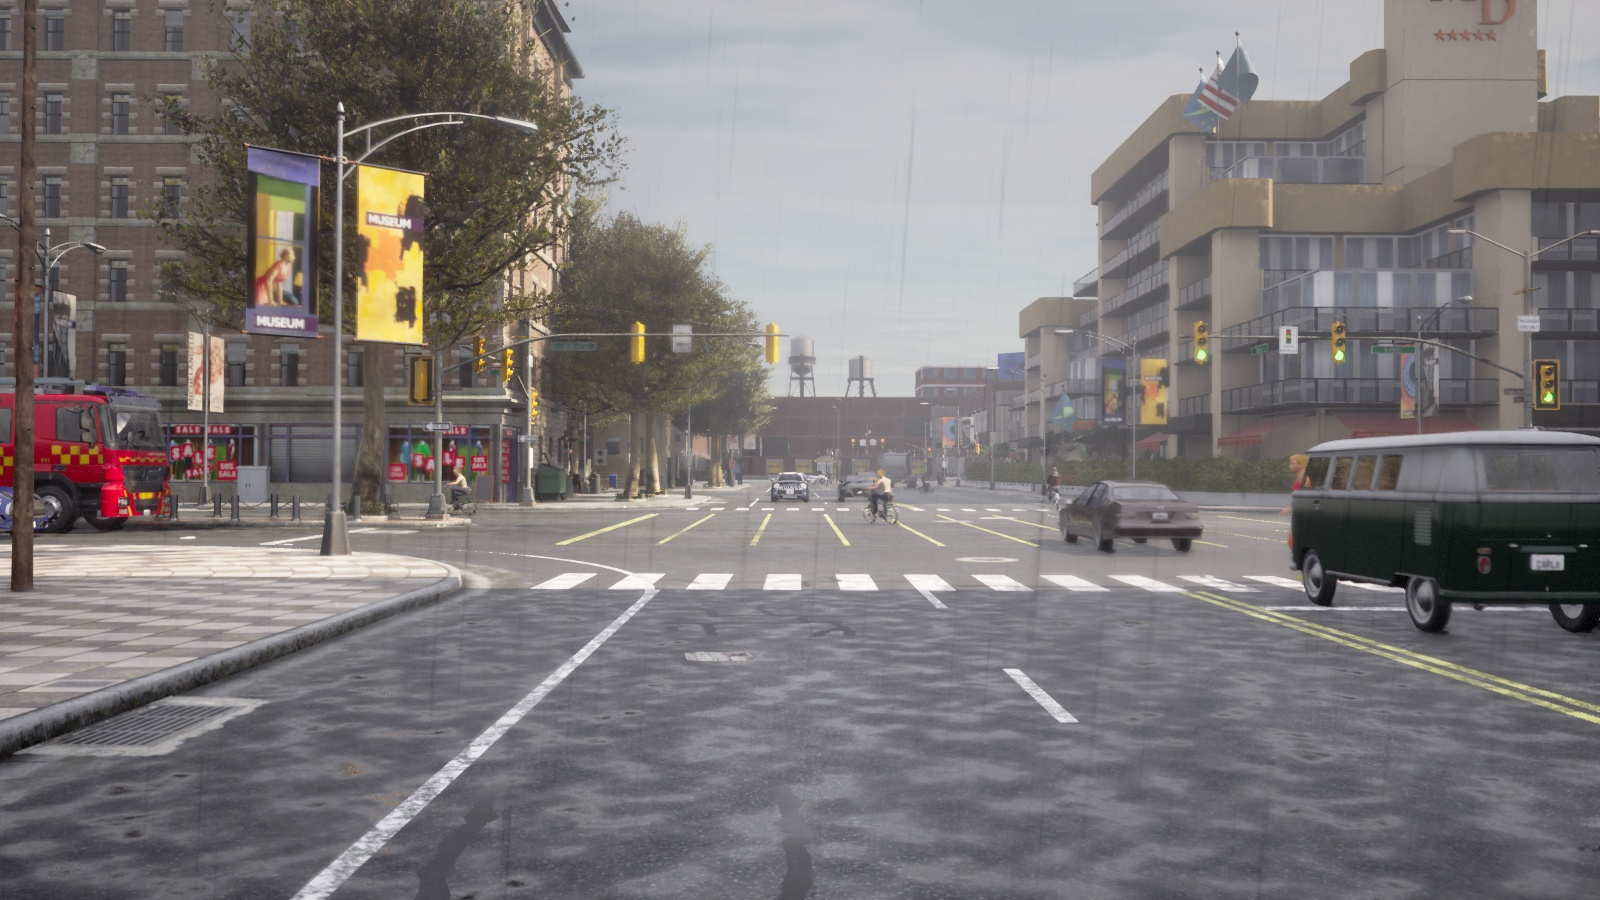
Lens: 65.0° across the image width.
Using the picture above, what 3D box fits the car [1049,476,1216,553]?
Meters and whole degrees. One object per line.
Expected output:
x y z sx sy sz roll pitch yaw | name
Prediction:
6.800 1.276 26.331 2.033 1.411 5.357 0 -1 0 | car

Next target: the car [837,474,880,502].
2.995 1.956 65.030 1.994 1.385 4.181 0 -1 -1 | car

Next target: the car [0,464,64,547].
-19.190 1.215 27.790 4.553 1.767 2.097 0 -1 1 | car

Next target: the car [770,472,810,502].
-0.490 1.848 63.661 1.970 1.475 3.806 0 -1 0 | car

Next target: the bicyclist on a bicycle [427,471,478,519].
-11.822 1.515 42.778 1.509 1.612 0.866 0 -1 0 | bicyclist on a bicycle

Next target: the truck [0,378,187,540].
-20.230 0.255 31.284 8.468 3.827 2.891 0 -1 0 | truck

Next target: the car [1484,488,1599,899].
3.493 0.834 1.989 2.163 1.488 4.792 0 -1 0 | car

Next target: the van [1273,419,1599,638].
6.898 0.765 13.679 1.775 1.987 4.442 0 -1 0 | van

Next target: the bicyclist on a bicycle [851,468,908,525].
2.320 1.359 36.822 0.866 1.612 1.509 -1 0 -38 | bicyclist on a bicycle

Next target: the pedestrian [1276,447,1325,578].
7.127 0.883 17.907 0.594 1.836 0.345 0 -1 15 | pedestrian
